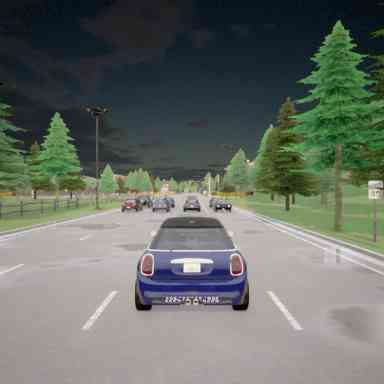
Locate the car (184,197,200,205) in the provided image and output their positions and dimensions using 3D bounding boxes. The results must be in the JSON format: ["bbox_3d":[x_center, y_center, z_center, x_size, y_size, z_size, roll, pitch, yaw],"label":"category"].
[{"bbox_3d":[0.000,1.564,38.969,1.994,1.385,4.181,0,0,0],"label":"car"}]

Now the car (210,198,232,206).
[{"bbox_3d":[3.500,1.601,39.032,1.895,1.301,4.718,0,0,0],"label":"car"}]

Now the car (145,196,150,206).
[{"bbox_3d":[-7.000,1.352,48.976,2.097,1.767,4.553,0,0,0],"label":"car"}]

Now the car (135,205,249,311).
[{"bbox_3d":[0.000,1.352,7.942,2.097,1.767,4.553,0,0,0],"label":"car"}]

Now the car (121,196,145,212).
[{"bbox_3d":[-7.000,1.526,39.002,1.812,1.442,4.674,0,0,0],"label":"car"}]

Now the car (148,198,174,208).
[{"bbox_3d":[-3.500,1.547,38.586,2.033,1.411,5.357,0,0,0],"label":"car"}]
